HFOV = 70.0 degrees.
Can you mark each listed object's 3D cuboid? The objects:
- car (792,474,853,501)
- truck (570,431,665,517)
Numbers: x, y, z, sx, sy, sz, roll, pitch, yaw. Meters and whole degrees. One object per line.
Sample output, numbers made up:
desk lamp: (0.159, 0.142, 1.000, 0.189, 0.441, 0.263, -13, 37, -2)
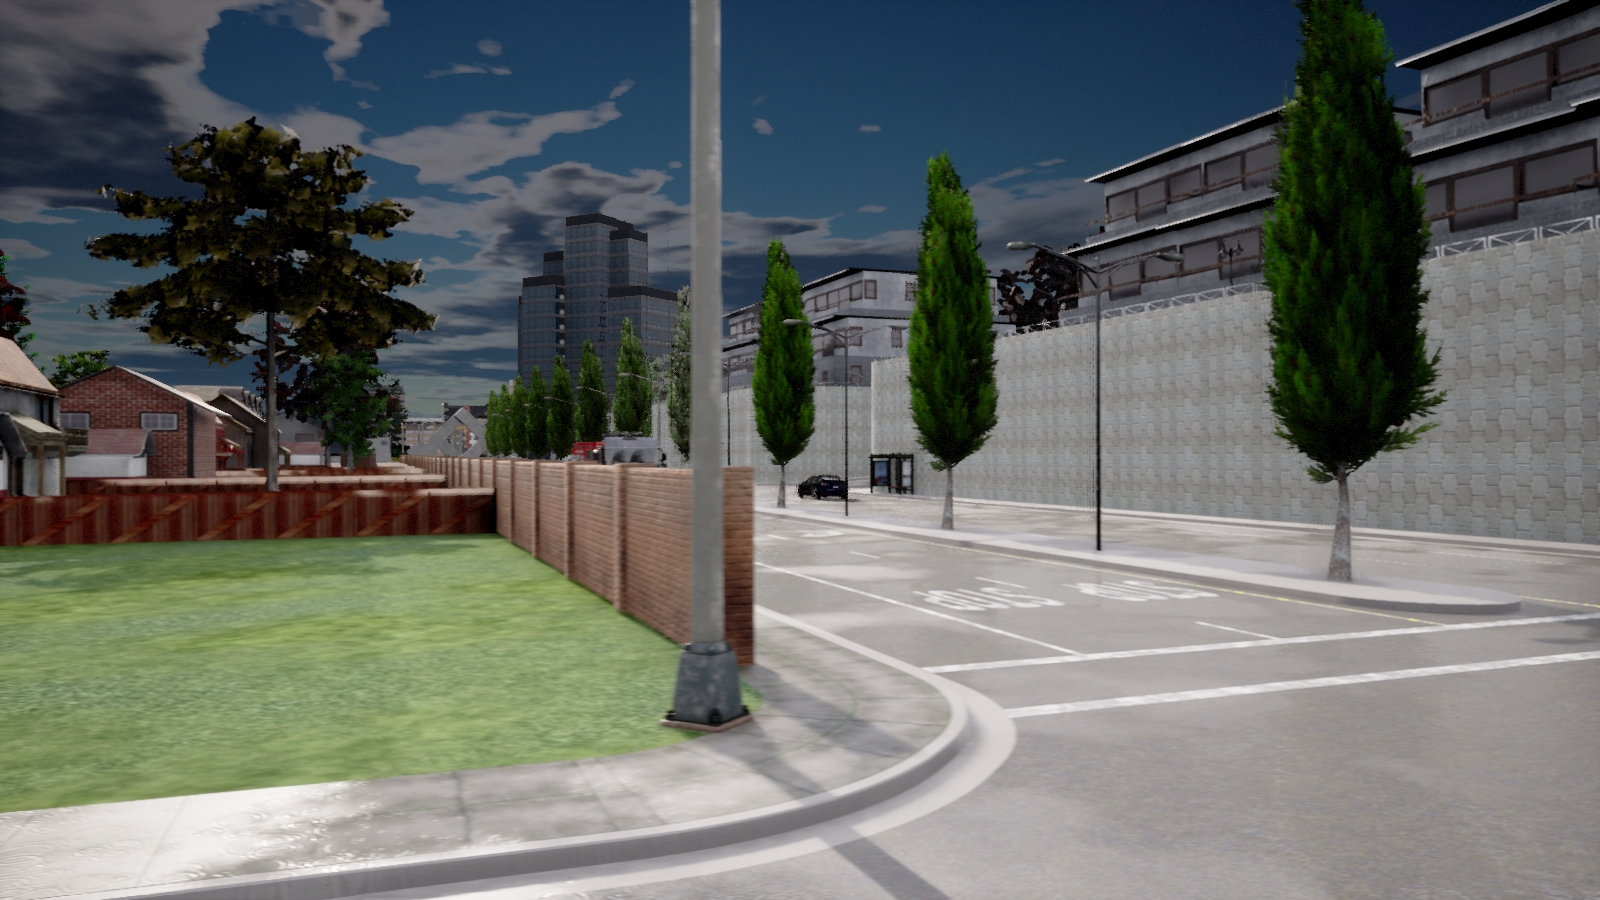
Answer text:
car: (1.351, 2.263, 70.326, 2.163, 1.488, 4.792, 0, 0, -20)
truck: (-8.913, 1.074, 54.892, 2.891, 3.827, 8.468, 0, 0, -21)
